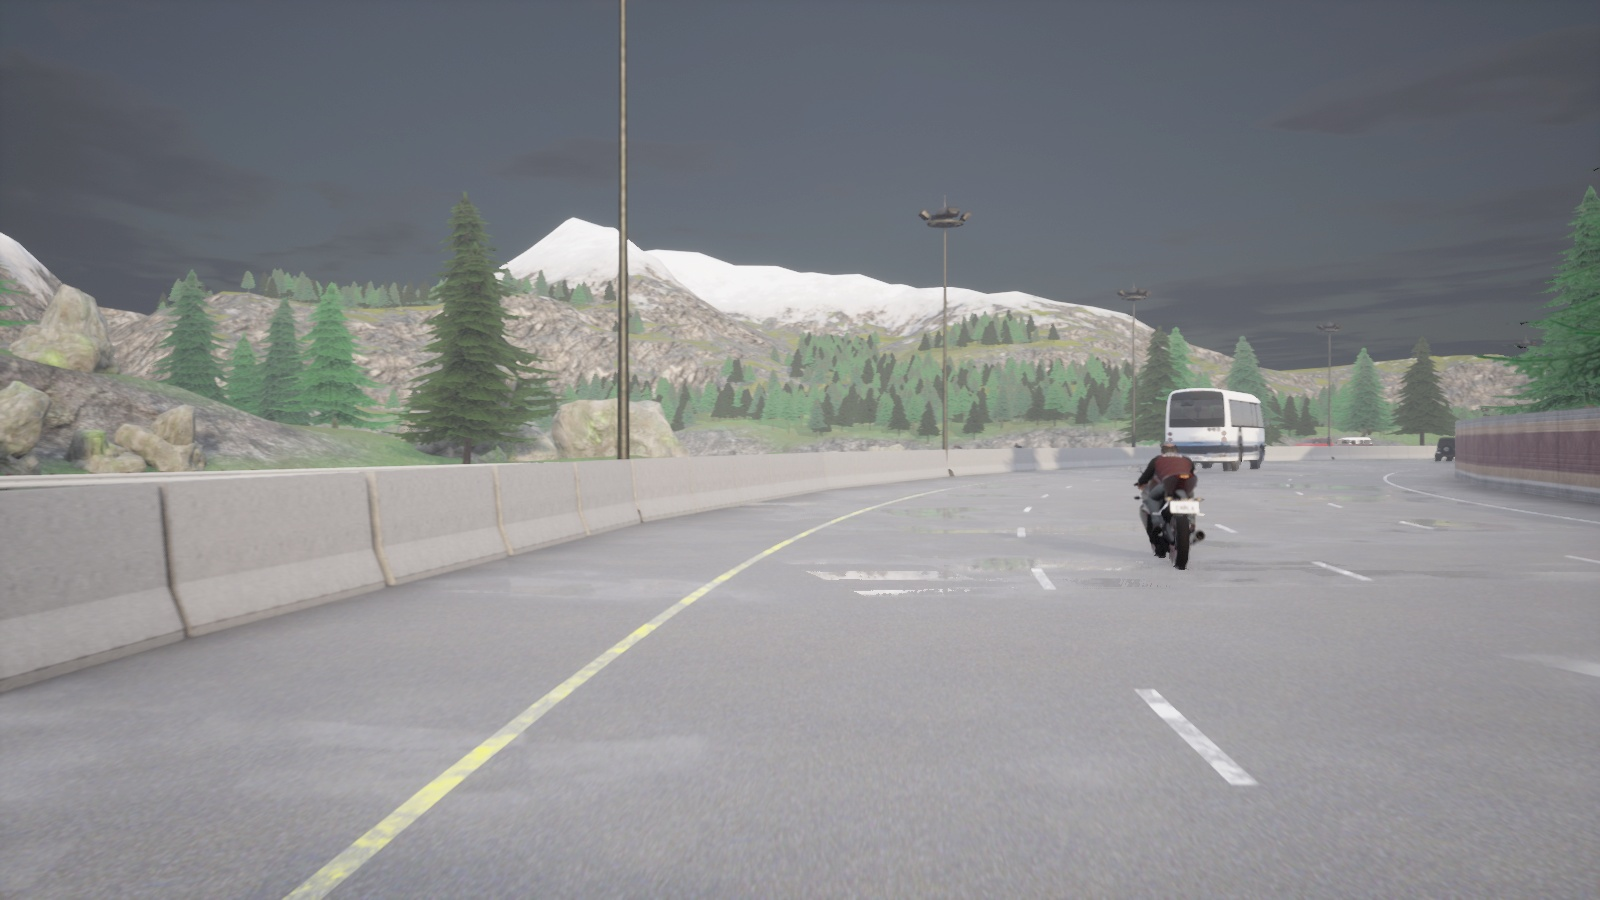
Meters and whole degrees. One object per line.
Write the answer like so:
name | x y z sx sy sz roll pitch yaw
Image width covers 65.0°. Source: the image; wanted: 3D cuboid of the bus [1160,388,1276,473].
bus | 22.902 -0.989 68.328 3.944 4.253 10.273 0 0 30

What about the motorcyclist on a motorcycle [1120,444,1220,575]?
motorcyclist on a motorcycle | 4.646 0.697 15.908 0.866 1.530 2.191 1 0 8
